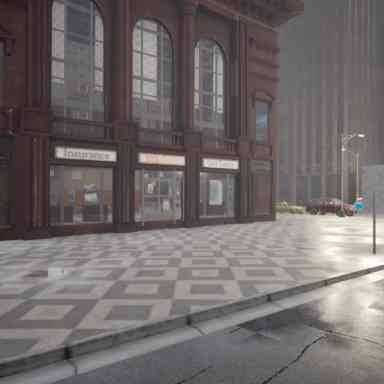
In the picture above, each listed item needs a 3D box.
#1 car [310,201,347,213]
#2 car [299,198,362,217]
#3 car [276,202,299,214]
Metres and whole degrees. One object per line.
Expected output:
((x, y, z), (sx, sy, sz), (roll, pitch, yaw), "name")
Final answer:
((17.637, 1.900, 43.110), (1.802, 1.307, 4.206), (-1, 0, -35), "car")
((13.923, 1.524, 33.591), (2.192, 1.841, 5.009), (0, 0, -35), "car")
((10.778, 1.801, 38.044), (1.752, 1.417, 4.829), (0, 0, -35), "car")
